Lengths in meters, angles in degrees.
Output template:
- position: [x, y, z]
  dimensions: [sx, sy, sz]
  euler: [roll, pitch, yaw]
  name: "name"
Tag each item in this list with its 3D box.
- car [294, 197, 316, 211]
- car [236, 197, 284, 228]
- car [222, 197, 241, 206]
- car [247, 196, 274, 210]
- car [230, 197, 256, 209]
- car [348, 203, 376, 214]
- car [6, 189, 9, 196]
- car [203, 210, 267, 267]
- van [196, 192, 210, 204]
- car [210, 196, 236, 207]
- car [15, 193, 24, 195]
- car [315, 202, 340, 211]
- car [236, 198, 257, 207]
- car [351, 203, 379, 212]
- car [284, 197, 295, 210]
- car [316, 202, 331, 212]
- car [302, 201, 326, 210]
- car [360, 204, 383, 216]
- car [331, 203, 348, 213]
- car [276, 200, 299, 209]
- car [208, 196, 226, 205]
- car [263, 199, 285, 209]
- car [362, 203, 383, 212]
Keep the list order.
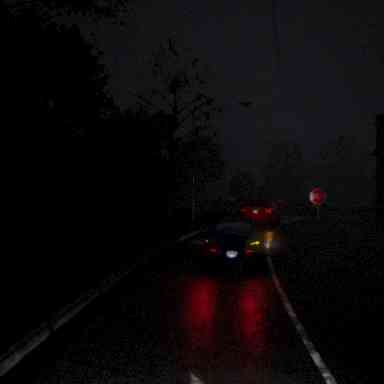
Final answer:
- position: [15.465, 1.819, 49.869]
  dimensions: [2.435, 2.045, 5.566]
  euler: [4, -1, -11]
  name: "car"
- position: [4.976, 1.401, 23.703]
  dimensions: [2.150, 2.045, 5.566]
  euler: [0, -1, 21]
  name: "car"
- position: [7.249, 1.709, 61.542]
  dimensions: [2.002, 1.452, 4.674]
  euler: [4, -1, -11]
  name: "car"
- position: [10.003, 1.585, 48.782]
  dimensions: [2.185, 1.767, 4.553]
  euler: [4, -1, -11]
  name: "car"
- position: [7.268, 1.548, 48.235]
  dimensions: [2.163, 1.488, 4.792]
  euler: [4, -1, -11]
  name: "car"
- position: [26.386, 2.543, 51.989]
  dimensions: [2.185, 1.767, 4.553]
  euler: [3, 0, -11]
  name: "car"
- position: [-29.871, -0.379, 53.804]
  dimensions: [2.163, 1.488, 4.792]
  euler: [4, -1, -11]
  name: "car"
- position: [1.496, 1.555, 11.470]
  dimensions: [1.812, 1.442, 4.674]
  euler: [0, 0, 10]
  name: "car"
- position: [1.952, 1.069, 60.352]
  dimensions: [1.878, 1.987, 4.442]
  euler: [4, 0, -11]
  name: "van"
- position: [4.556, 1.356, 47.634]
  dimensions: [2.163, 1.488, 4.792]
  euler: [4, -1, -11]
  name: "car"
- position: [-27.285, -0.332, 54.384]
  dimensions: [2.185, 1.767, 4.553]
  euler: [4, -1, -11]
  name: "car"
- position: [26.497, 2.765, 65.375]
  dimensions: [2.231, 1.521, 4.892]
  euler: [3, 0, -11]
  name: "car"
- position: [10.094, 1.892, 62.136]
  dimensions: [2.163, 1.488, 4.792]
  euler: [4, -1, -11]
  name: "car"
- position: [34.602, 3.082, 66.809]
  dimensions: [1.946, 1.575, 5.366]
  euler: [2, 0, -11]
  name: "car"
- position: [12.722, 1.894, 49.288]
  dimensions: [2.097, 1.535, 5.008]
  euler: [4, -1, -11]
  name: "car"
- position: [18.187, 2.237, 50.378]
  dimensions: [2.231, 1.521, 4.892]
  euler: [3, -1, -11]
  name: "car"
- position: [23.639, 2.632, 64.805]
  dimensions: [2.097, 1.535, 5.008]
  euler: [3, 0, -11]
  name: "car"
- position: [29.110, 2.824, 52.535]
  dimensions: [2.163, 1.488, 4.792]
  euler: [3, 0, -11]
  name: "car"
- position: [20.911, 2.421, 50.898]
  dimensions: [2.163, 1.488, 4.792]
  euler: [3, 0, -11]
  name: "car"
- position: [18.175, 2.383, 63.690]
  dimensions: [2.163, 1.488, 4.792]
  euler: [3, -1, -11]
  name: "car"
- position: [4.524, 1.517, 60.998]
  dimensions: [2.002, 1.452, 4.674]
  euler: [4, -1, -11]
  name: "car"
- position: [15.535, 2.201, 63.382]
  dimensions: [1.946, 1.575, 5.366]
  euler: [4, -1, -11]
  name: "car"
- position: [37.299, 3.176, 67.542]
  dimensions: [2.097, 1.535, 5.008]
  euler: [2, 0, -11]
  name: "car"
